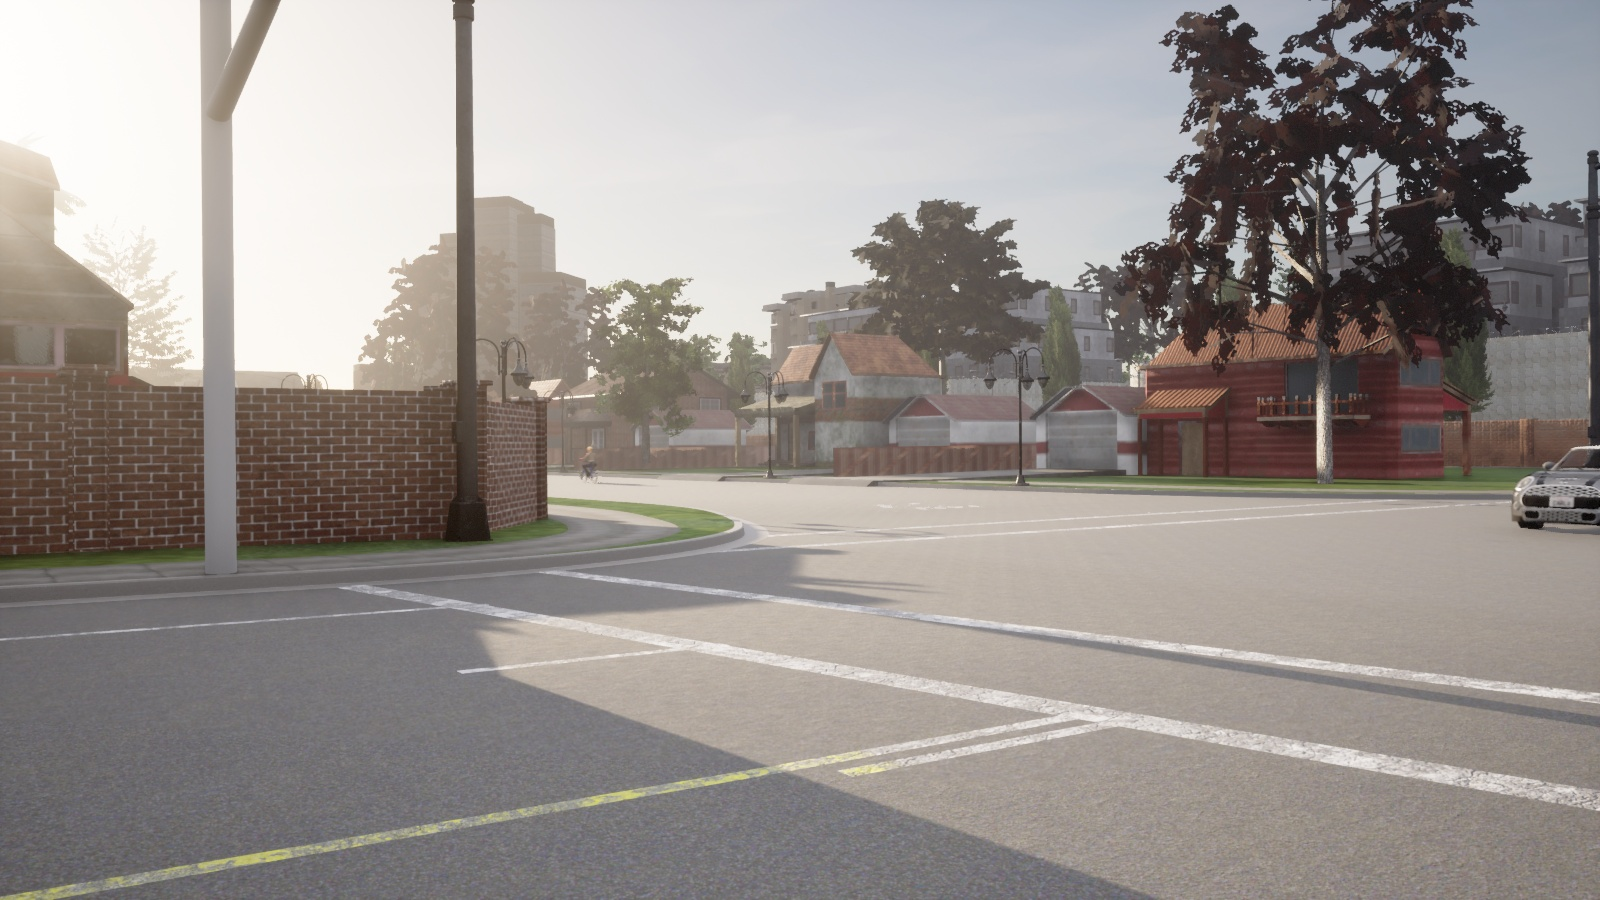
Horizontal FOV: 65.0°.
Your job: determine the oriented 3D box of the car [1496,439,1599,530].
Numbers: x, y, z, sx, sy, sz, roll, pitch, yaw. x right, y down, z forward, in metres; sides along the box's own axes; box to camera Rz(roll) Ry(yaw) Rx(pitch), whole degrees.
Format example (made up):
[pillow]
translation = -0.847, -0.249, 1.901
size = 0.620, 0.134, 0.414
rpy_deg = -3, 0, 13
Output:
[car]
translation = 14.221, 0.554, 22.089
size = 3.806, 1.475, 1.970
rpy_deg = -1, 0, -35
